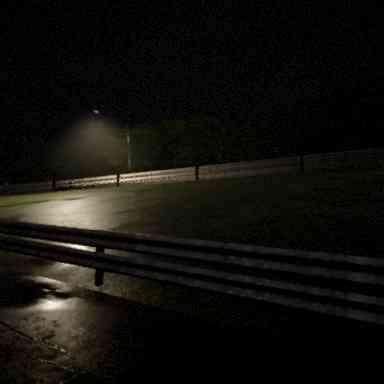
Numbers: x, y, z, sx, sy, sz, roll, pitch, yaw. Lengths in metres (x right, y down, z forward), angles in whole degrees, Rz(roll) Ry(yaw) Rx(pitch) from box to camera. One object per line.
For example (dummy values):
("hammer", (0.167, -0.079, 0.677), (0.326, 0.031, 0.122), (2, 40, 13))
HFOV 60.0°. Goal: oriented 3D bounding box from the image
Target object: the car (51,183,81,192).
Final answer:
("car", (-18.783, -0.533, 49.510), (4.892, 1.490, 1.837), (-4, -2, 24))
